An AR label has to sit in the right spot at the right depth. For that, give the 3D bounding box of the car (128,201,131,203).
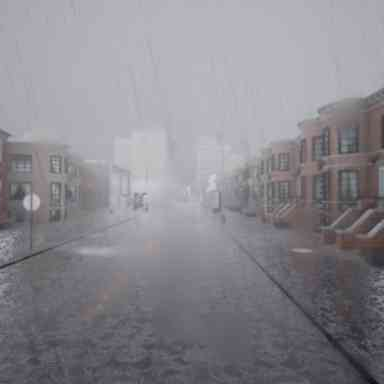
[{"bbox_3d":[-19.299,2.540,90.916,4.611,1.667,2.242,0,-1,10],"label":"car"}]

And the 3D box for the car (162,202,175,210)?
[{"bbox_3d":[-4.025,2.351,57.128,1.895,1.301,4.718,0,-1,1],"label":"car"}]
